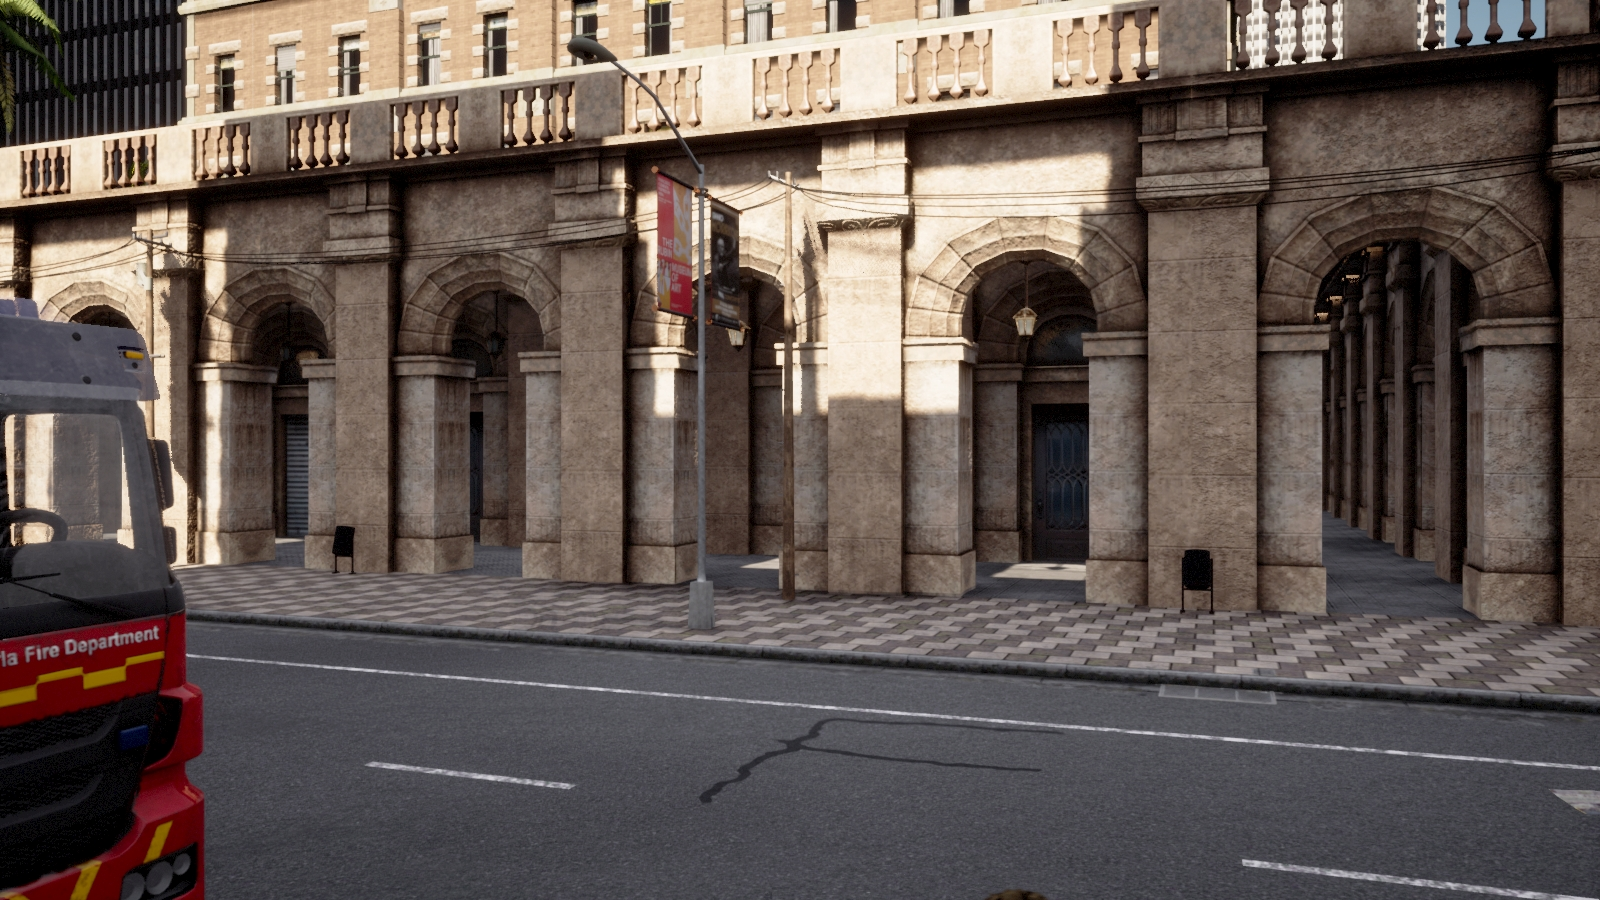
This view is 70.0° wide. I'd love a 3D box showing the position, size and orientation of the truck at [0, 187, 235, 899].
[{"bbox_3d":[-7.197,0.895,5.595,8.468,3.827,2.891,0,0,20],"label":"truck"}]
